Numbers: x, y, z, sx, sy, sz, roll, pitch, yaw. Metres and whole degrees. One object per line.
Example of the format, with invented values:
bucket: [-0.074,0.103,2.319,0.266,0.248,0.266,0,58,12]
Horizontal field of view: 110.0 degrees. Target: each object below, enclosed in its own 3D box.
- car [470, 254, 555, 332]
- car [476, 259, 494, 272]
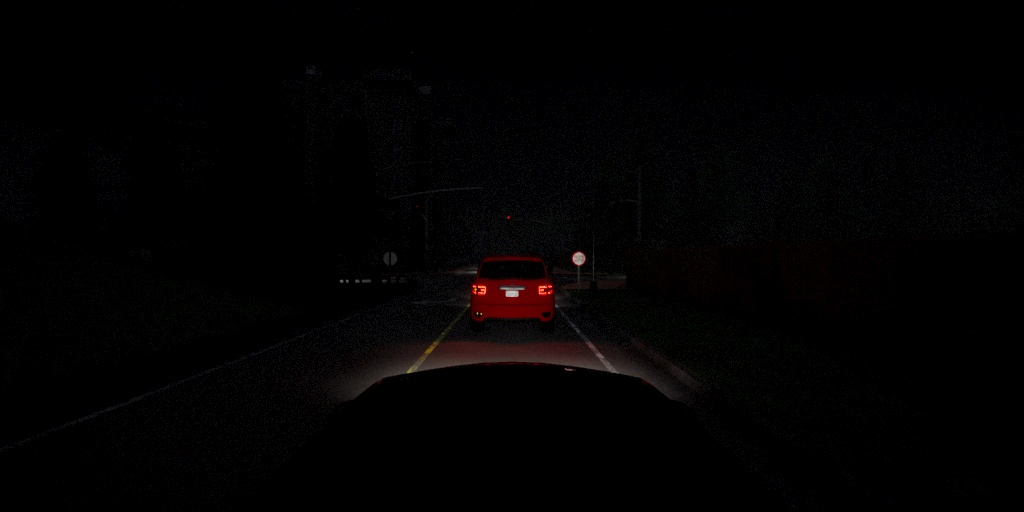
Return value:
car: [0.053,0.971,11.005,2.150,2.045,5.566,0,0,1]
car: [-3.539,1.227,47.778,1.882,1.535,5.008,0,0,0]
